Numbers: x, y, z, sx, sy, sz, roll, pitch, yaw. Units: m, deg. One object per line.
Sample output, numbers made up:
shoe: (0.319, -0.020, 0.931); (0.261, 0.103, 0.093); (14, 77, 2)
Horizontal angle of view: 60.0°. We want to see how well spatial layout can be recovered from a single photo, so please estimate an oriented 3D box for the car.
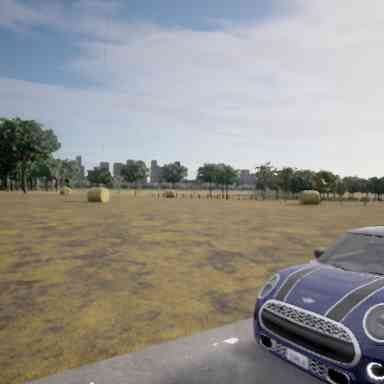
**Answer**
car: (3.103, 1.346, 5.130); (4.553, 1.767, 2.097); (0, 0, -33)
